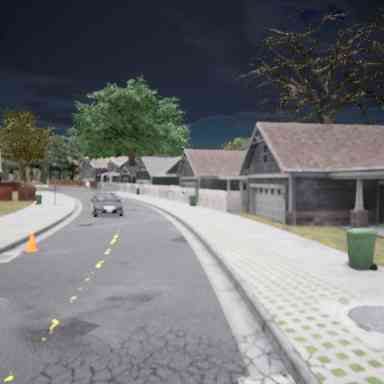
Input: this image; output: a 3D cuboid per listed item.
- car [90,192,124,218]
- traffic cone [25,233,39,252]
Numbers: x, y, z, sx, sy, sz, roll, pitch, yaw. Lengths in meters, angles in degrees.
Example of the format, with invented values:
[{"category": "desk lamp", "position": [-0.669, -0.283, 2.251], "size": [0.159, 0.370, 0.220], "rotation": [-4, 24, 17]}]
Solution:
[{"category": "car", "position": [-5.791, 0.796, 22.392], "size": [2.128, 1.511, 4.902], "rotation": [-1, 2, -20]}, {"category": "traffic cone", "position": [-5.218, 1.621, 10.860], "size": [0.340, 0.580, 0.340], "rotation": [0, 2, -7]}]
